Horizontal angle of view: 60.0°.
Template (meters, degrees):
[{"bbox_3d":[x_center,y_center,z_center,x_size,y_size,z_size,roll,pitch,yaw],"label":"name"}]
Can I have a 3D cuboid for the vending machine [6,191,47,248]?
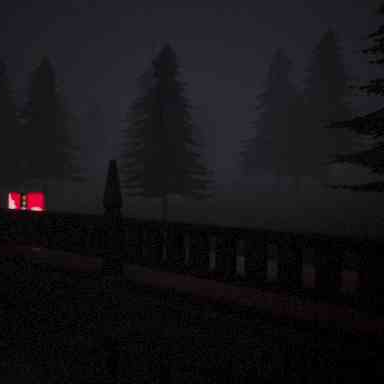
[{"bbox_3d":[-6.456,1.005,13.001,0.880,2.100,1.100,1,1,29],"label":"vending machine"}]
